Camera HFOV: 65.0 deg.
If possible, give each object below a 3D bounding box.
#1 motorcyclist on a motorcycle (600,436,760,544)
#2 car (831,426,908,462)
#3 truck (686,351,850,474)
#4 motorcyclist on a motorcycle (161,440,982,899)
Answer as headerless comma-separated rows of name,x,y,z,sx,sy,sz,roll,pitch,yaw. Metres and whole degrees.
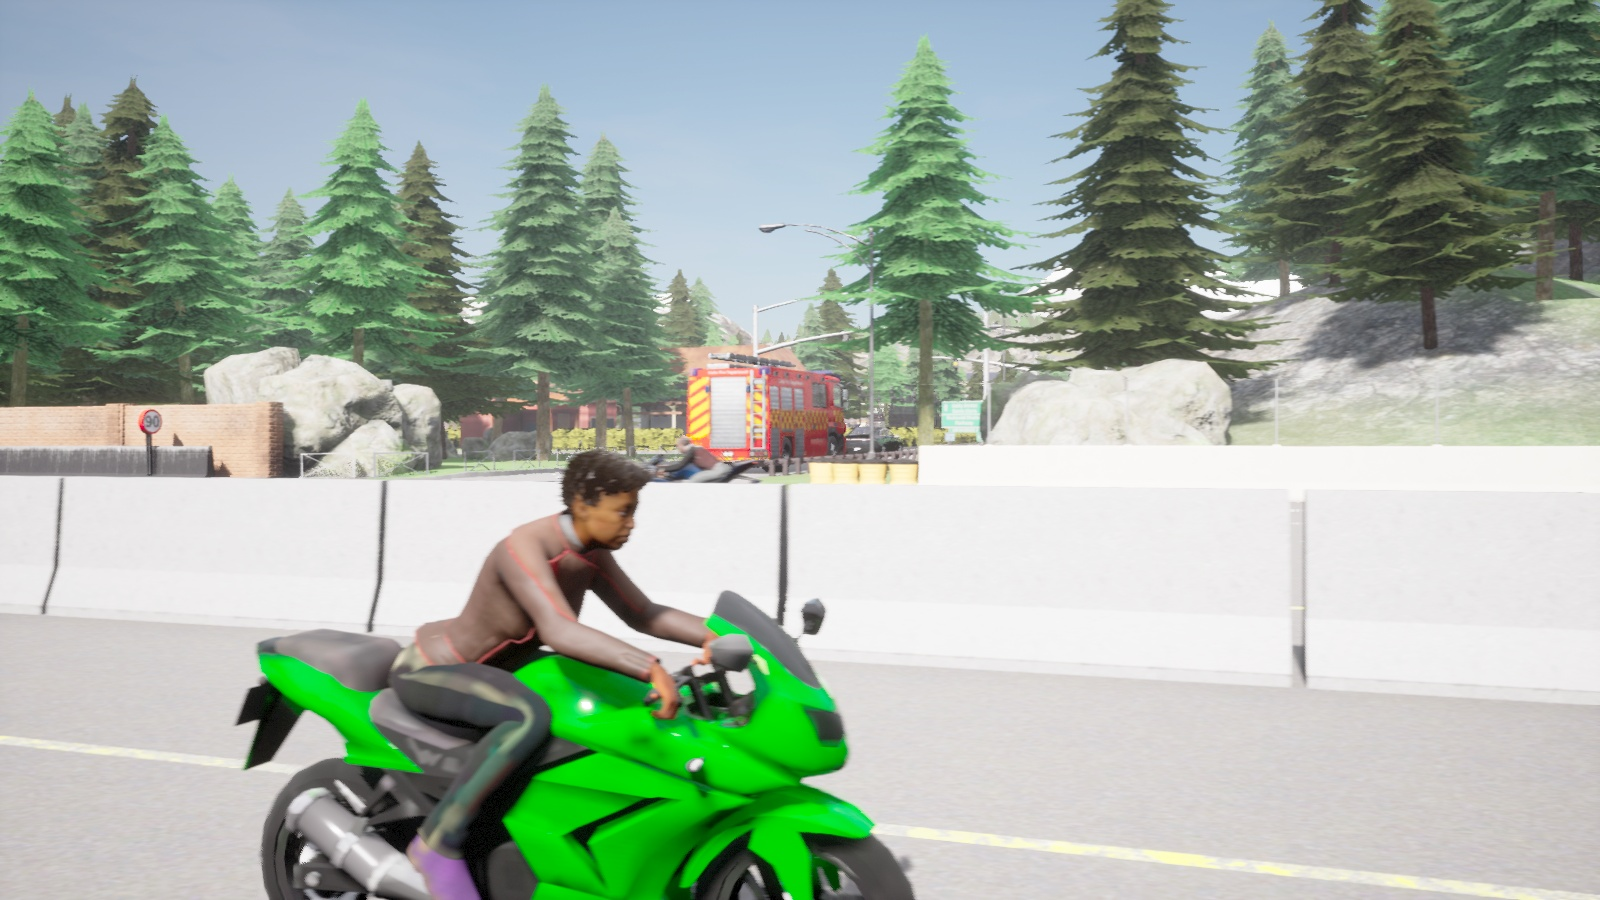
motorcyclist on a motorcycle,-1.768,0.558,18.558,2.191,1.530,0.866,1,1,19
car,3.141,-0.288,55.383,2.128,1.511,4.902,1,1,19
truck,-0.895,-1.239,43.735,2.891,3.827,8.468,1,1,19
motorcyclist on a motorcycle,-0.606,0.751,3.397,2.044,1.523,0.797,1,1,19
